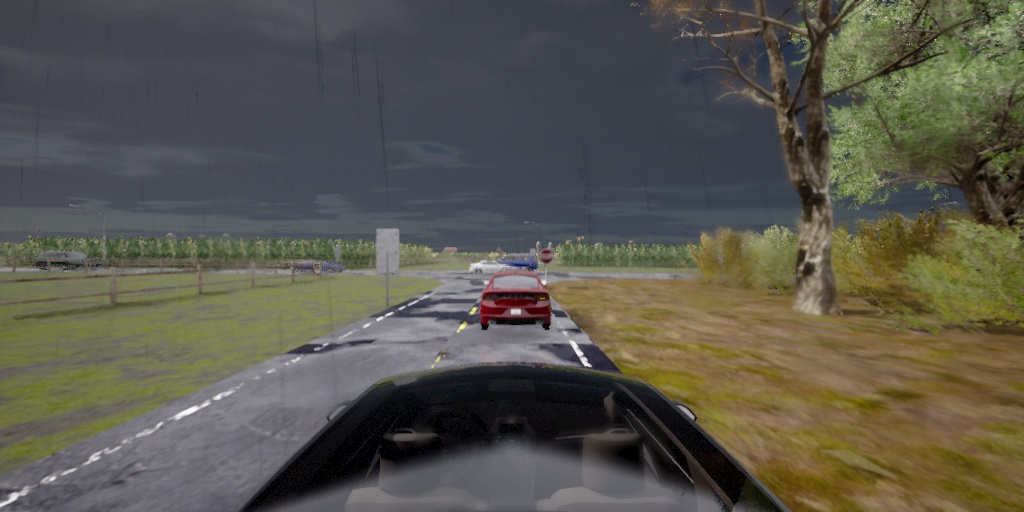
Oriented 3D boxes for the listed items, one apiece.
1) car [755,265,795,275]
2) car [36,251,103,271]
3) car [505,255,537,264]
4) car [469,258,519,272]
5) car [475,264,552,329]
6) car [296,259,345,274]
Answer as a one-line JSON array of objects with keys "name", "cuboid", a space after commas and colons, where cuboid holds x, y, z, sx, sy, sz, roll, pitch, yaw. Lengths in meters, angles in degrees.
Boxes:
[{"name": "car", "cuboid": [27.642, 1.417, 36.855, 4.718, 1.301, 1.895, 0, 0, 6]}, {"name": "car", "cuboid": [-46.806, 0.515, 37.941, 5.566, 2.045, 2.150, 0, 0, 4]}, {"name": "car", "cuboid": [0.039, 0.856, 39.220, 5.566, 2.045, 2.150, 0, 0, 4]}, {"name": "car", "cuboid": [-1.915, 1.151, 35.640, 4.674, 1.442, 1.812, 0, 0, 4]}, {"name": "car", "cuboid": [0.098, 1.195, 11.203, 1.882, 1.535, 5.008, 0, 0, 0]}, {"name": "car", "cuboid": [-19.550, 1.024, 36.653, 4.674, 1.442, 1.812, 0, 0, 3]}]
